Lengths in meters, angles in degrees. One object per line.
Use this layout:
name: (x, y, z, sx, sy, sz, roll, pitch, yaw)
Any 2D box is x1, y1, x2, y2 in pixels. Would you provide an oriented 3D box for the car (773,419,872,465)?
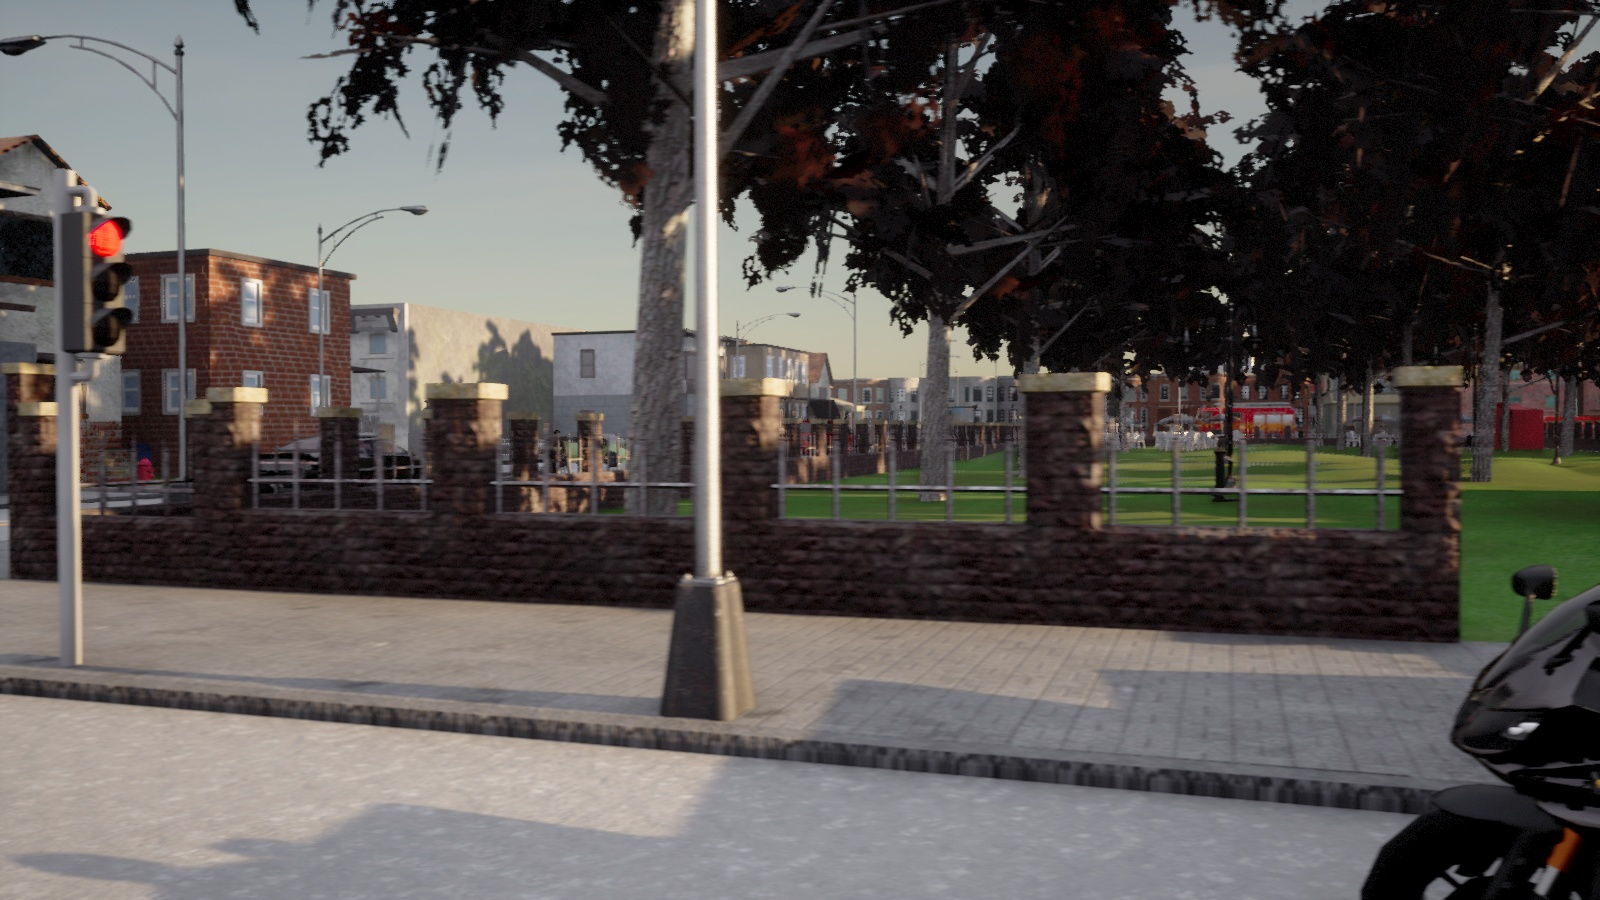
car: (1.137, -0.407, 59.691, 2.150, 2.045, 5.566, 1, 1, 32)

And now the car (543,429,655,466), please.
car: (-8.644, -0.124, 53.959, 4.514, 1.525, 2.007, 1, 1, 30)

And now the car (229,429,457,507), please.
car: (-9.692, 0.312, 27.140, 2.128, 1.511, 4.902, 0, 1, 17)

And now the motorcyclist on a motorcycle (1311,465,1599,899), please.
motorcyclist on a motorcycle: (2.430, 0.823, 2.958, 2.191, 1.530, 0.866, 0, 1, 17)
